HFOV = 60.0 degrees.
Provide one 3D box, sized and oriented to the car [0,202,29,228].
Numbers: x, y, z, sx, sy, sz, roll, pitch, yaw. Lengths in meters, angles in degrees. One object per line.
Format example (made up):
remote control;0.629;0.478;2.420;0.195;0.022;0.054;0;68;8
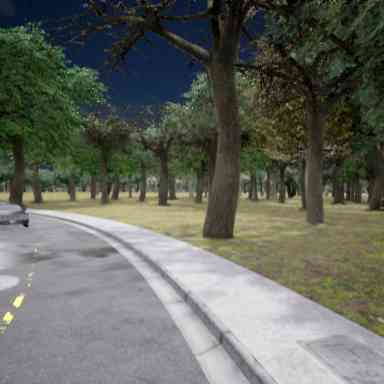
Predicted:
car;-11.326;1.377;20.382;1.812;1.442;4.674;0;0;-37
